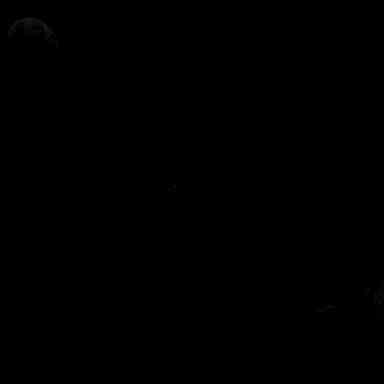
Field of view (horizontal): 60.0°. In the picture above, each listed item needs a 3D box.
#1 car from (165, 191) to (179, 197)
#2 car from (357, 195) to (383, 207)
[{"bbox_3d":[-5.201,0.607,87.862,1.882,1.535,5.008,-1,1,-36],"label":"car"},{"bbox_3d":[25.284,1.257,45.588,1.882,1.535,5.008,-1,2,-36],"label":"car"}]
